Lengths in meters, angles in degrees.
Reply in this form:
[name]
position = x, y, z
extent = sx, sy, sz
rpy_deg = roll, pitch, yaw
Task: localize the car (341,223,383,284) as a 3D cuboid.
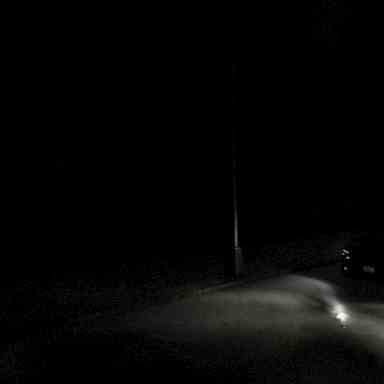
[car]
position = 5.889, 1.407, 8.687
extent = 5.008, 1.535, 1.882
rpy_deg = 0, 0, -35
